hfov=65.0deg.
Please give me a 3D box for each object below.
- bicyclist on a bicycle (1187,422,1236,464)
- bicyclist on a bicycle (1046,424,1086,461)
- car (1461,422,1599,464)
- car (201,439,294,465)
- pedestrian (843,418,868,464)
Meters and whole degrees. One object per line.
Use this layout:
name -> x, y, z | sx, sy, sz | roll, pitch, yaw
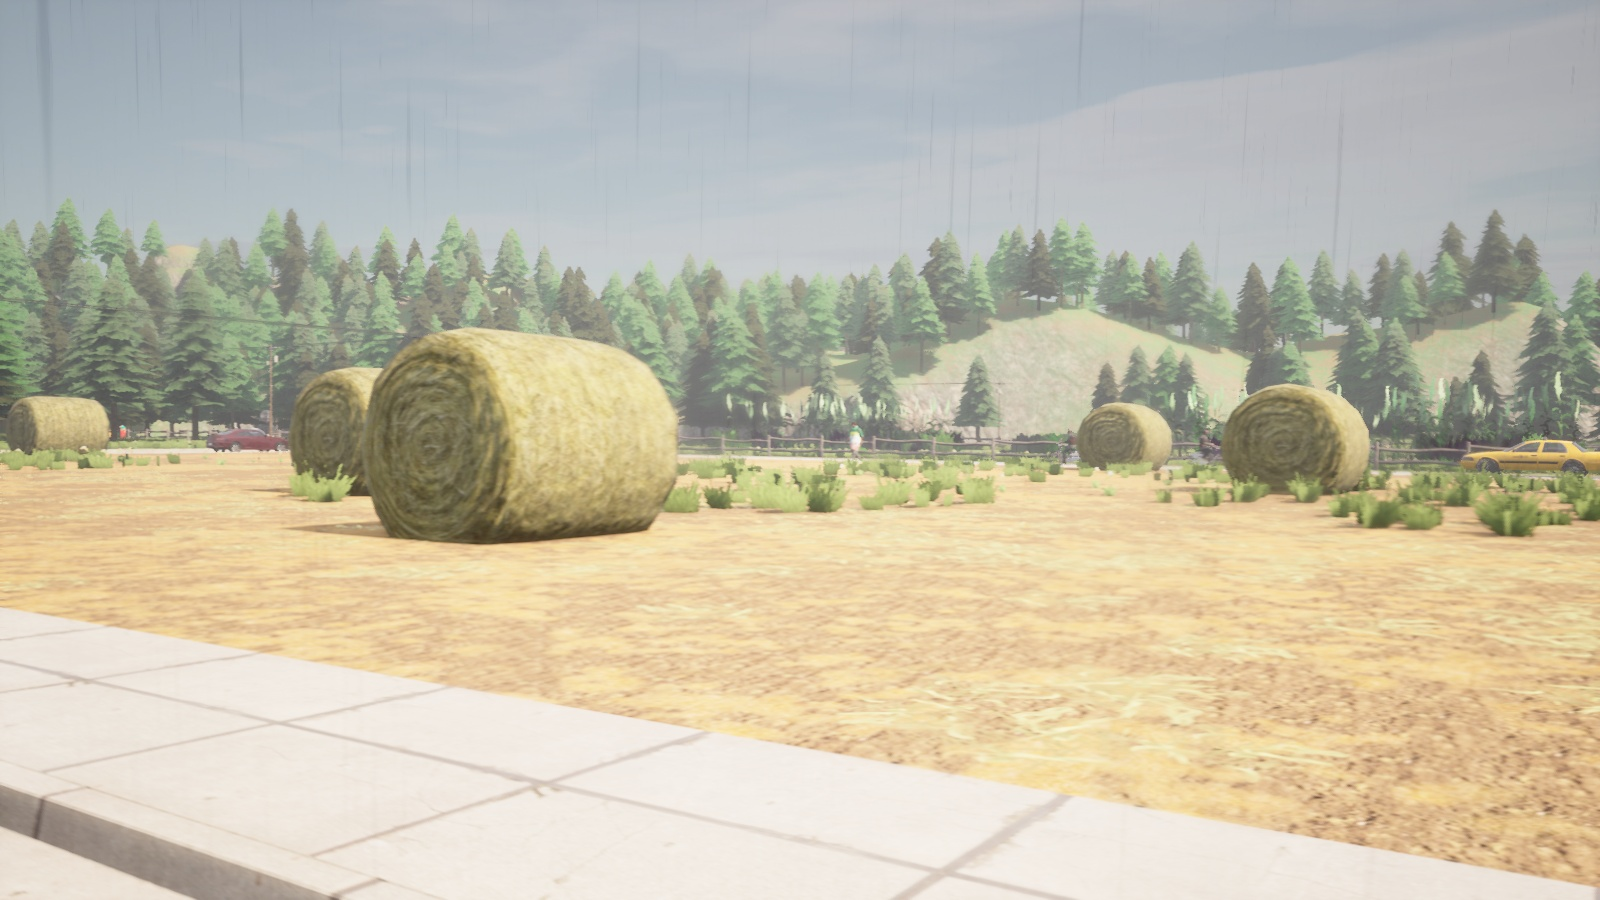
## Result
bicyclist on a bicycle -> 17.513, -0.294, 53.437 | 1.843, 1.776, 0.659 | 0, 1, 37
bicyclist on a bicycle -> 12.984, -0.361, 61.310 | 1.843, 1.776, 0.659 | 0, 1, 37
car -> 28.984, -0.270, 49.070 | 5.366, 1.575, 1.801 | 0, 1, 37
car -> -32.159, 0.076, 73.202 | 1.812, 1.442, 4.674 | 0, 1, 35
pedestrian -> 2.416, -0.390, 54.556 | 0.873, 1.952, 0.659 | -1, 1, -42
